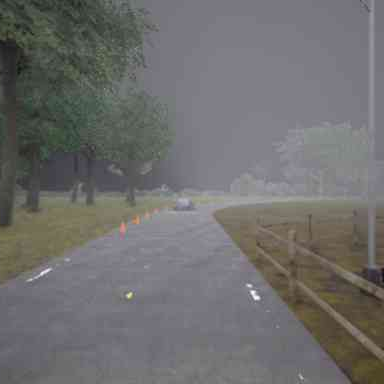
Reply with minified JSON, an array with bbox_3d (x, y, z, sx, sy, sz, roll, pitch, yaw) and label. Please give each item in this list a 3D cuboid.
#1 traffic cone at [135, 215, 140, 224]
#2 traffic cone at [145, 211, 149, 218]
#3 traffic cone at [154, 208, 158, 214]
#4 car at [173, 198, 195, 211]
[{"bbox_3d":[-3.850,1.936,23.561,0.340,0.580,0.340,0,0,0],"label":"traffic cone"},{"bbox_3d":[-3.850,1.924,28.561,0.340,0.580,0.340,0,0,0],"label":"traffic cone"},{"bbox_3d":[-3.674,1.910,33.743,0.340,0.580,0.340,0,0,4],"label":"traffic cone"},{"bbox_3d":[-0.916,1.459,39.025,1.812,1.442,4.674,0,0,10],"label":"car"}]
